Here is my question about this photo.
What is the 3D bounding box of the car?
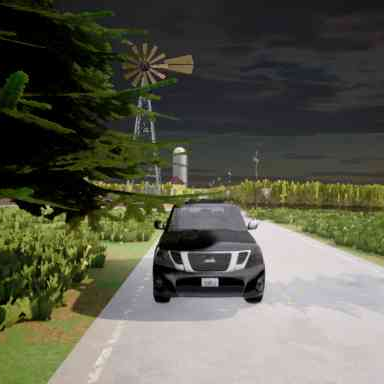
[{"bbox_3d":[0.330,1.221,8.564,2.150,2.045,5.566,0,0,0],"label":"car"}]
